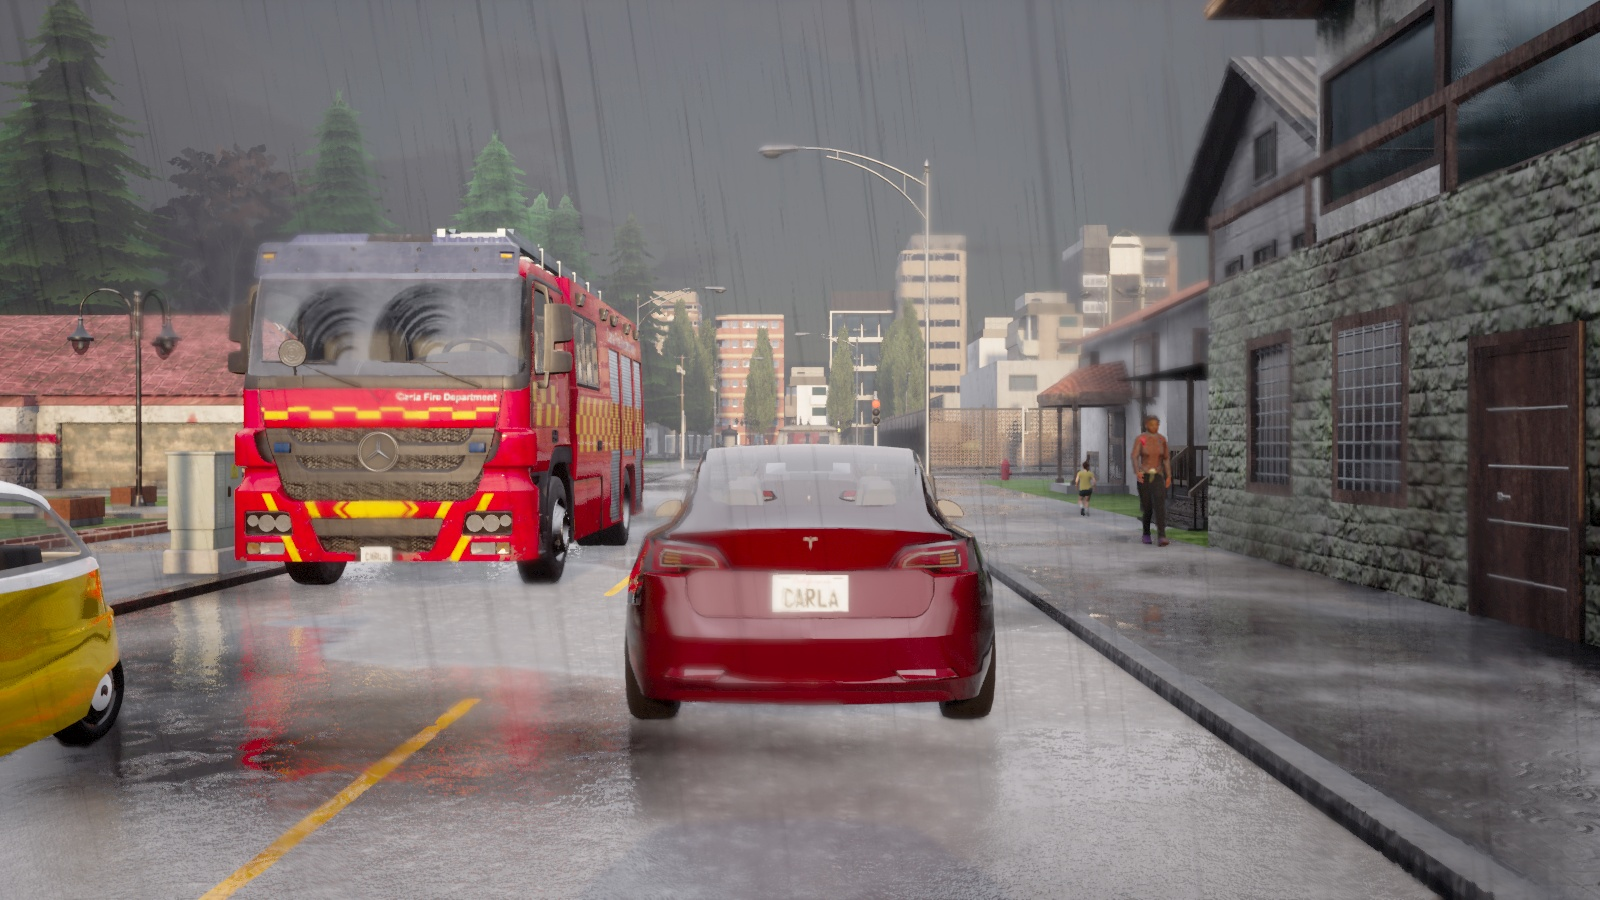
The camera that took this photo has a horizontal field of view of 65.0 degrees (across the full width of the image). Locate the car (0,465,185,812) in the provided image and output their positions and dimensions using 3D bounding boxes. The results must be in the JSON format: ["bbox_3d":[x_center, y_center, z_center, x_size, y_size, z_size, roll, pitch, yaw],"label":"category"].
[{"bbox_3d":[-3.954,0.767,5.450,1.481,1.376,2.207,0,0,0],"label":"car"}]

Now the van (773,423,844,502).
[{"bbox_3d":[0.212,0.308,33.971,1.775,1.987,4.442,0,0,0],"label":"van"}]

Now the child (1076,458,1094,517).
[{"bbox_3d":[5.427,0.706,23.910,0.255,1.110,0.394,0,0,2],"label":"child"}]

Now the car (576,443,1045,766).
[{"bbox_3d":[0.061,0.700,8.198,2.163,1.488,4.792,0,0,0],"label":"car"}]

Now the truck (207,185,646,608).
[{"bbox_3d":[-3.897,-0.509,15.604,2.891,3.827,8.468,0,0,0],"label":"truck"}]

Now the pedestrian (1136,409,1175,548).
[{"bbox_3d":[4.744,0.365,16.776,0.328,1.805,0.869,0,0,4],"label":"pedestrian"}]
